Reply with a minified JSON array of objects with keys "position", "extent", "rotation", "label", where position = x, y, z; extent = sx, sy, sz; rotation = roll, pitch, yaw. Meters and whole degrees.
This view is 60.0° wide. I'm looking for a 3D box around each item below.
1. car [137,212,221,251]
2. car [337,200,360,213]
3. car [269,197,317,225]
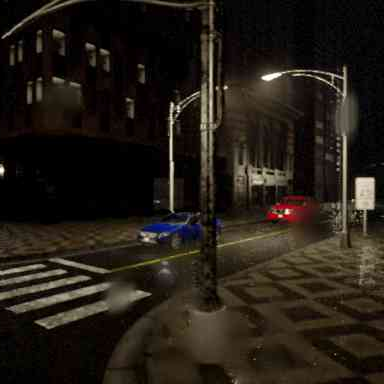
[{"position":[-0.397,1.643,15.135],"extent":[1.812,1.442,4.674],"rotation":[0,0,37],"label":"car"},{"position":[19.018,1.747,40.319],"extent":[1.812,1.442,4.674],"rotation":[0,0,38],"label":"car"},{"position":[8.035,1.389,26.121],"extent":[2.150,2.045,5.566],"rotation":[0,0,38],"label":"car"}]
